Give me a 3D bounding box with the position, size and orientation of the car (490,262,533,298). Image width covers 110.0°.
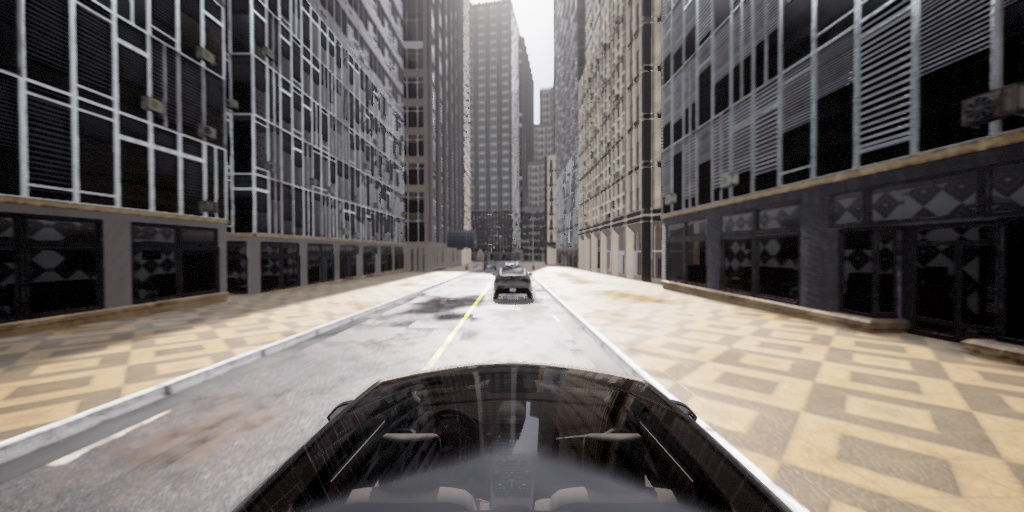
[{"bbox_3d":[0.035,1.274,18.594,1.837,1.490,4.892,0,0,0],"label":"car"}]

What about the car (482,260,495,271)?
[{"bbox_3d":[-3.154,1.329,51.598,2.128,1.511,4.902,0,0,0],"label":"car"}]
